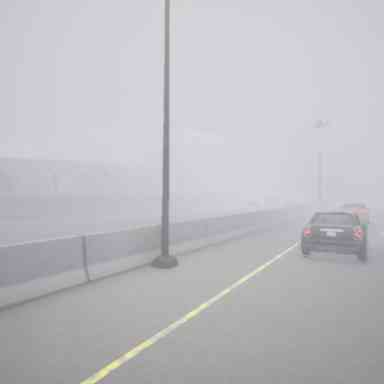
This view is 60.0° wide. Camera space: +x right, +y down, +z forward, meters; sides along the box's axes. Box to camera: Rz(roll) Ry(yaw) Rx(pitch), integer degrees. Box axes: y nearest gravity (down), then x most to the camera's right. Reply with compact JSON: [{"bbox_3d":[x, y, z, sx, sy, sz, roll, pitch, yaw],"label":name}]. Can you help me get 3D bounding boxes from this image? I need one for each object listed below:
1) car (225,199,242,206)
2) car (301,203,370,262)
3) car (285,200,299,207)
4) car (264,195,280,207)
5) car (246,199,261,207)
[{"bbox_3d":[7.765,1.980,62.279,1.895,1.301,4.718,0,0,24],"label":"car"},{"bbox_3d":[5.734,1.463,13.091,2.097,1.767,4.553,0,0,29],"label":"car"},{"bbox_3d":[17.751,2.044,58.940,1.895,1.301,4.718,0,0,24],"label":"car"},{"bbox_3d":[14.797,1.650,60.932,2.150,2.045,5.566,0,0,24],"label":"car"},{"bbox_3d":[11.448,2.008,61.972,1.895,1.301,4.718,0,0,24],"label":"car"}]
